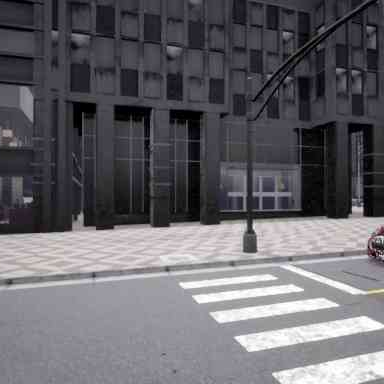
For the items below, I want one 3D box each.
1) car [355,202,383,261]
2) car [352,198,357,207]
[{"bbox_3d":[7.632,1.221,9.984,4.553,1.767,2.097,-1,0,-17],"label":"car"},{"bbox_3d":[20.315,1.091,45.460,2.097,1.767,4.553,0,-1,-17],"label":"car"}]
